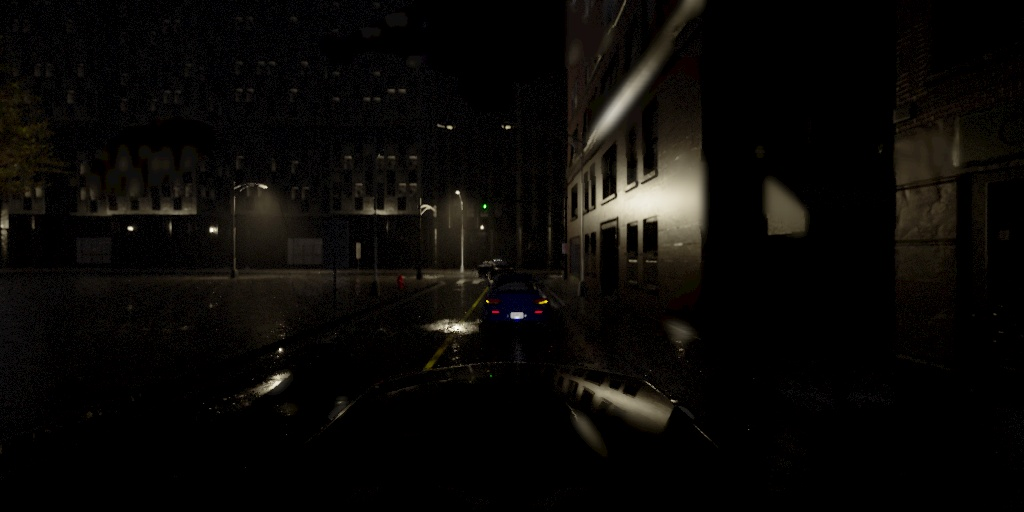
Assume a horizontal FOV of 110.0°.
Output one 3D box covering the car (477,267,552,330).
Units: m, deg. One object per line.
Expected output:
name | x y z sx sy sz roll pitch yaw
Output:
car | 0.125 1.229 10.857 1.812 1.442 4.674 0 0 0

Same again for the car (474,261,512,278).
car | -1.523 1.106 28.725 2.128 1.511 4.902 0 0 -25
